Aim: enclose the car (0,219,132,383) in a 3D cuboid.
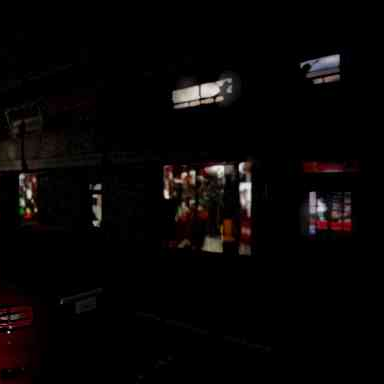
[{"bbox_3d":[-3.122,1.357,5.080,5.009,1.841,2.192,-1,0,35],"label":"car"}]
